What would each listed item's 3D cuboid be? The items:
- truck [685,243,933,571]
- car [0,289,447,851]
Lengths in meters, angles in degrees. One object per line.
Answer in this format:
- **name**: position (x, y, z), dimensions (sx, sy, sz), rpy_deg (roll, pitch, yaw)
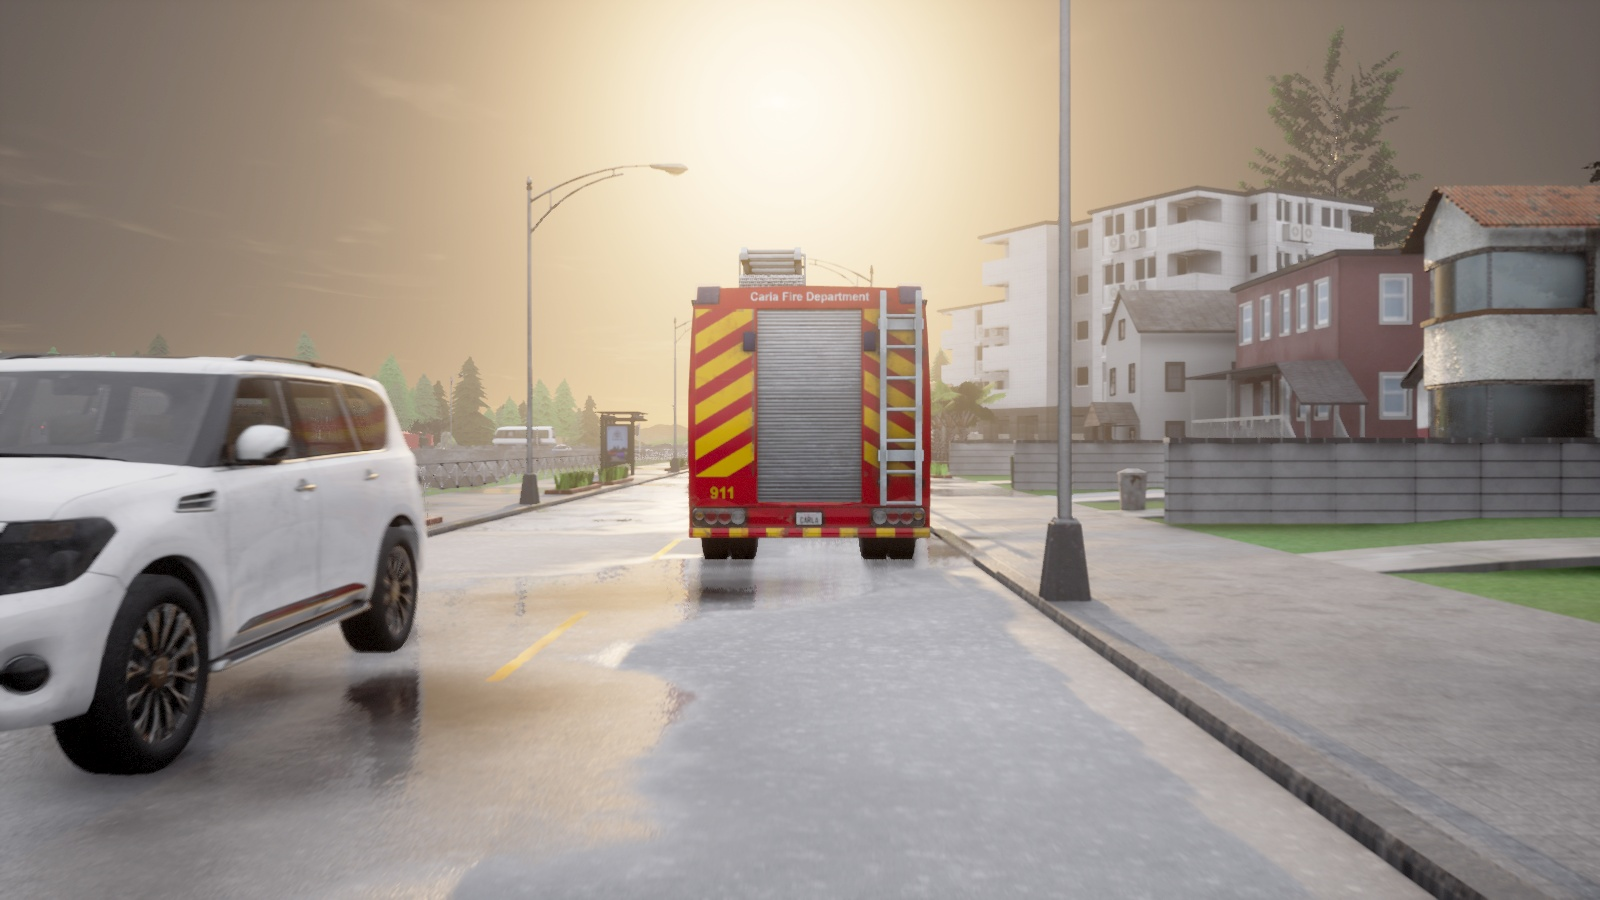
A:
- **truck**: position (0.125, -0.525, 18.917), dimensions (2.891, 3.827, 8.468), rpy_deg (0, 0, 0)
- **car**: position (-3.943, 0.421, 7.352), dimensions (2.150, 2.045, 5.566), rpy_deg (0, 0, 0)
